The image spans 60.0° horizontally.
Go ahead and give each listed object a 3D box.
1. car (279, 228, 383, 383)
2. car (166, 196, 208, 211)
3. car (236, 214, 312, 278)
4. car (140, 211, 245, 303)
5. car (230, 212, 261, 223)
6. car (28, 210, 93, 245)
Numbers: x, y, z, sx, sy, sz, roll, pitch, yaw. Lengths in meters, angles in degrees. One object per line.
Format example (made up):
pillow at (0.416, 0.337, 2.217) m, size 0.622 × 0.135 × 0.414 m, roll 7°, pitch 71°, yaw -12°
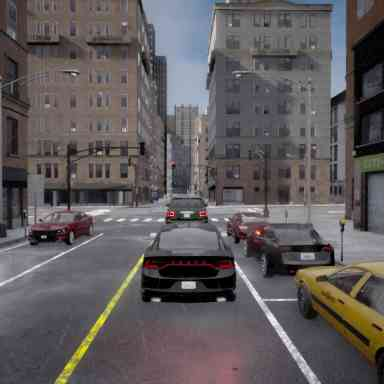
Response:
car at (2.803, 1.524, 4.569) m, size 1.752 × 1.417 × 4.829 m, roll -1°, pitch 0°, yaw -1°
car at (-0.284, 1.215, 18.423) m, size 2.150 × 2.045 × 5.566 m, roll 0°, pitch 0°, yaw -1°
car at (2.719, 1.562, 9.985) m, size 1.947 × 1.339 × 4.313 m, roll -1°, pitch 0°, yaw -1°
car at (-0.079, 1.475, 8.292) m, size 1.882 × 1.535 × 5.008 m, roll 0°, pitch 0°, yaw 0°
car at (2.631, 1.576, 15.570) m, size 1.802 × 1.307 × 4.206 m, roll -1°, pitch 0°, yaw -1°
car at (-5.913, 1.539, 15.432) m, size 1.887 × 1.381 × 4.507 m, roll -1°, pitch 0°, yaw -1°
